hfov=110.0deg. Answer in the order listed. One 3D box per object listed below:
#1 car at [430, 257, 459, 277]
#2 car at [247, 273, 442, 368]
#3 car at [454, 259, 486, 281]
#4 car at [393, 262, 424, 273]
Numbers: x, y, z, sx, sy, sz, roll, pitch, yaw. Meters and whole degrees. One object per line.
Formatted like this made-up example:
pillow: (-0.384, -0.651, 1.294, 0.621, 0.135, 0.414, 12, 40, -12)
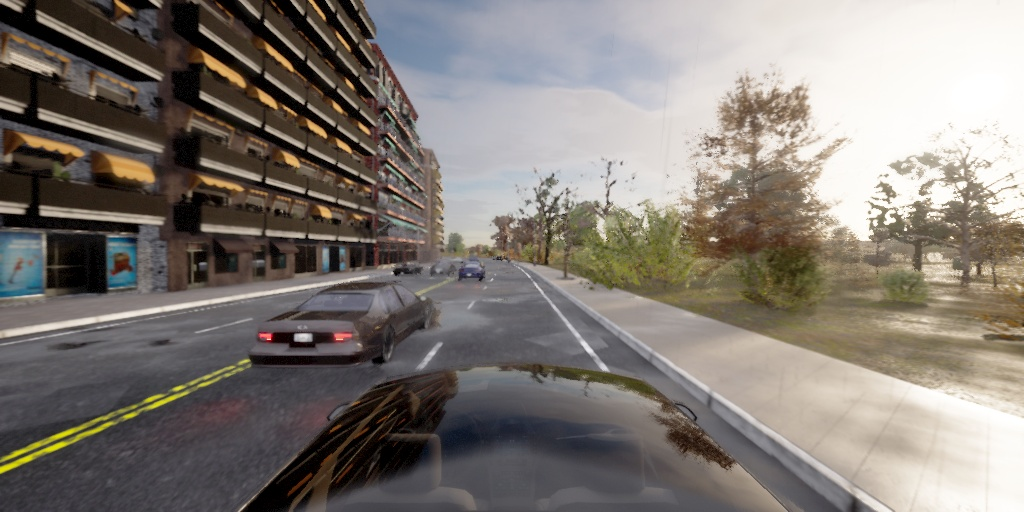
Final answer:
car: (-6.644, 1.150, 34.666, 2.128, 1.511, 4.902, 0, 0, 0)
car: (-3.167, 1.279, 7.961, 2.033, 1.411, 5.357, 0, 0, 0)
car: (-3.167, 1.200, 28.850, 1.812, 1.442, 4.674, 0, 0, 0)
car: (-9.889, 1.260, 34.479, 1.895, 1.301, 4.718, 0, 0, 0)
